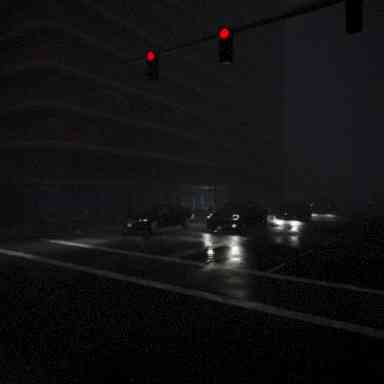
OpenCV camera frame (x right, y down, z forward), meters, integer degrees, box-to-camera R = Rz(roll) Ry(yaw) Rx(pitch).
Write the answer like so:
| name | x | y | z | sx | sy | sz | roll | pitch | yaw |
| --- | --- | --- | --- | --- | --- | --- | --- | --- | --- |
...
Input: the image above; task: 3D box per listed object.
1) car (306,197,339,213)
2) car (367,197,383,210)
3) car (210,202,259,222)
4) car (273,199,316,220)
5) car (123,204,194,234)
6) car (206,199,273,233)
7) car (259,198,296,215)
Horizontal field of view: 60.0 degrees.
| name | x | y | z | sx | sy | sz | roll | pitch | yaw |
| --- | --- | --- | --- | --- | --- | --- | --- | --- | --- |
| car | 14.307 | 1.309 | 35.803 | 2.097 | 1.767 | 4.553 | 0 | 0 | 35 |
| car | 24.013 | 1.479 | 43.180 | 1.837 | 1.490 | 4.892 | 0 | 0 | 35 |
| car | 3.535 | 1.542 | 26.627 | 1.895 | 1.301 | 4.718 | 0 | 0 | 35 |
| car | 8.433 | 1.522 | 27.500 | 1.994 | 1.385 | 4.181 | 0 | 0 | 35 |
| car | -1.806 | 1.433 | 19.055 | 2.128 | 1.511 | 4.902 | 0 | 0 | 35 |
| car | 2.716 | 1.310 | 19.388 | 2.097 | 1.767 | 4.553 | 0 | 0 | 35 |
| car | 8.887 | 1.433 | 34.210 | 2.128 | 1.511 | 4.902 | 0 | 0 | 35 |
